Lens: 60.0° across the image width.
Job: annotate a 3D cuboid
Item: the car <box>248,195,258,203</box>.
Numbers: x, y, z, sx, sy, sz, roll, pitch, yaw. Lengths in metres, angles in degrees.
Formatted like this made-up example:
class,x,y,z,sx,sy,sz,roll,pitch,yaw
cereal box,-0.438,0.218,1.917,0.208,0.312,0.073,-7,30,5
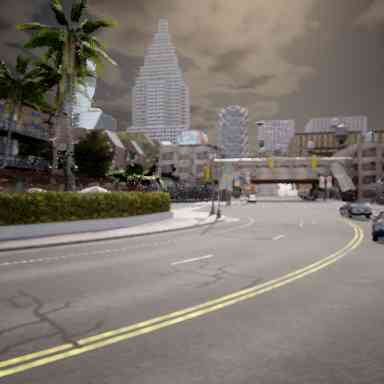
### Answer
class,x,y,z,sx,sy,sz,roll,pitch,yaw
car,13.617,1.706,74.586,2.097,1.535,5.008,0,0,11

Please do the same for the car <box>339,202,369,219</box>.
class,x,y,z,sx,sy,sz,roll,pitch,yaw
car,15.137,1.661,30.988,2.033,1.411,5.357,0,0,12

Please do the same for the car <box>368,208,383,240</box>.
class,x,y,z,sx,sy,sz,roll,pitch,yaw
car,10.270,1.630,16.964,1.994,1.385,4.181,0,0,28

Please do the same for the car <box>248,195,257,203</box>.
class,x,y,z,sx,sy,sz,roll,pitch,yaw
car,14.717,1.600,80.918,2.185,1.767,4.553,0,0,11
